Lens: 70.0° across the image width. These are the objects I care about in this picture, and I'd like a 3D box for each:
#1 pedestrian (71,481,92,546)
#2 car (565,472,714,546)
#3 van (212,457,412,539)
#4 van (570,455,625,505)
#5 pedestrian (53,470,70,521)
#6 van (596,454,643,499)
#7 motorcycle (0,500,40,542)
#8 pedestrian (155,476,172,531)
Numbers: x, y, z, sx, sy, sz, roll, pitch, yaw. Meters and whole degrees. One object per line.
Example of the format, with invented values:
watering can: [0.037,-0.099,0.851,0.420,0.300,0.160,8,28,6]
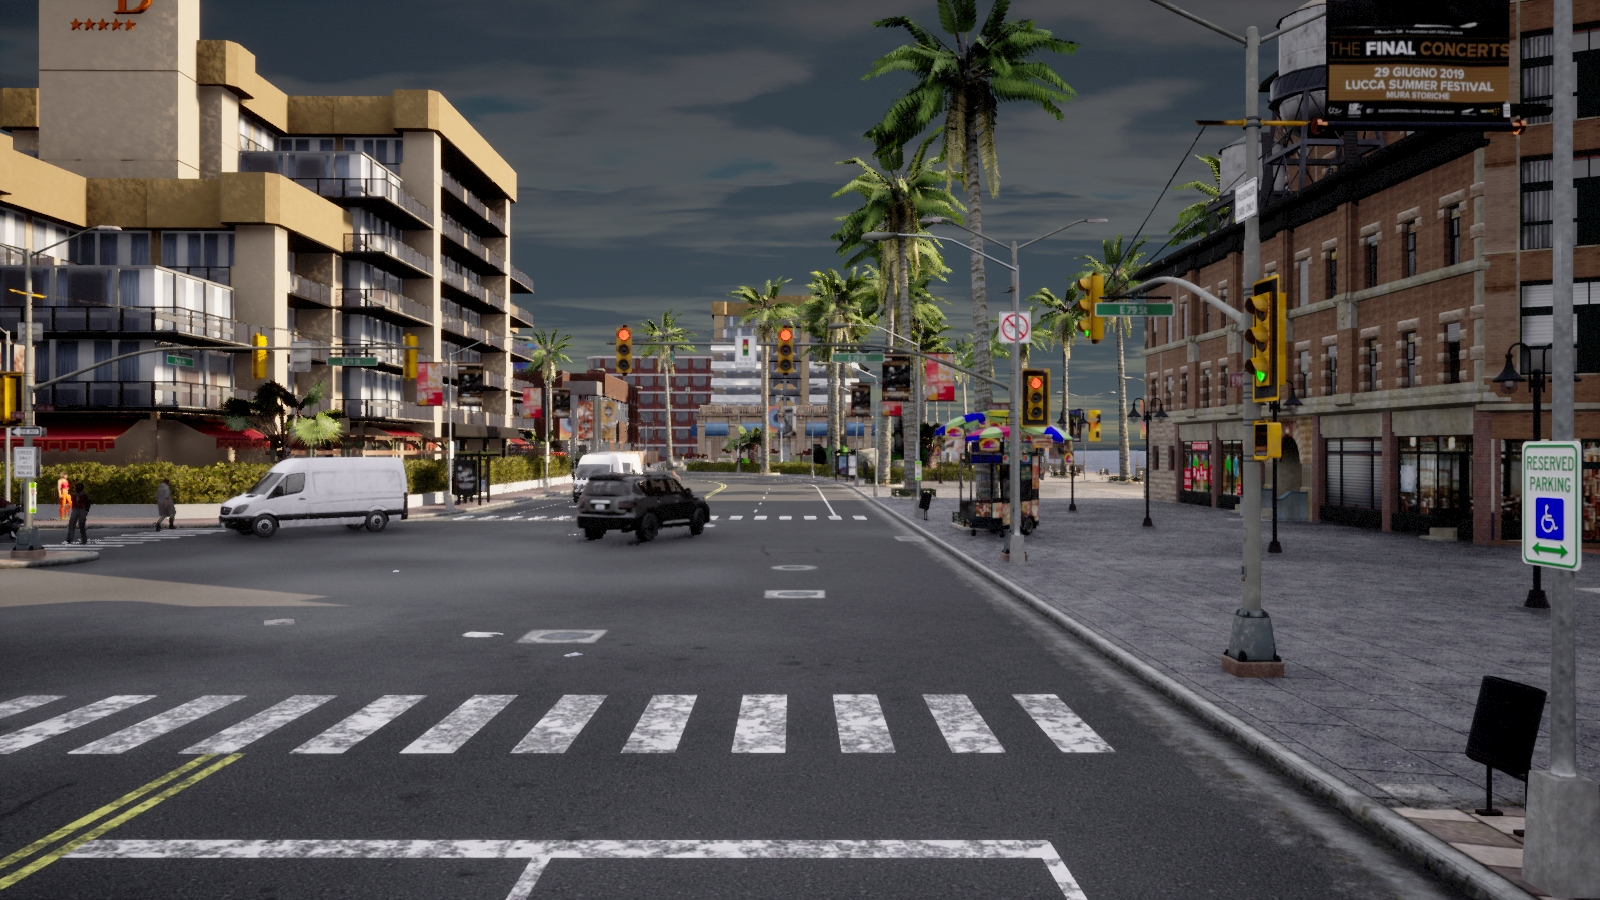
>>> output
pedestrian: [-20.993,1.849,33.386,0.375,1.860,0.375,0,0,-5]
car: [-4.955,1.780,36.308,2.150,2.045,5.566,0,0,22]
van: [-16.431,1.534,38.745,5.915,2.561,1.988,0,0,-44]
van: [-10.828,1.534,61.502,1.988,2.561,5.915,0,0,0]
pedestrian: [-27.573,1.697,42.649,0.375,1.860,0.375,0,0,5]
van: [-10.879,1.533,69.163,1.988,2.561,5.915,0,0,-1]
motorcycle: [-25.137,2.205,35.668,2.209,1.251,0.867,0,0,-4]
pedestrian: [-22.093,1.848,39.663,0.375,1.860,0.375,0,0,16]
